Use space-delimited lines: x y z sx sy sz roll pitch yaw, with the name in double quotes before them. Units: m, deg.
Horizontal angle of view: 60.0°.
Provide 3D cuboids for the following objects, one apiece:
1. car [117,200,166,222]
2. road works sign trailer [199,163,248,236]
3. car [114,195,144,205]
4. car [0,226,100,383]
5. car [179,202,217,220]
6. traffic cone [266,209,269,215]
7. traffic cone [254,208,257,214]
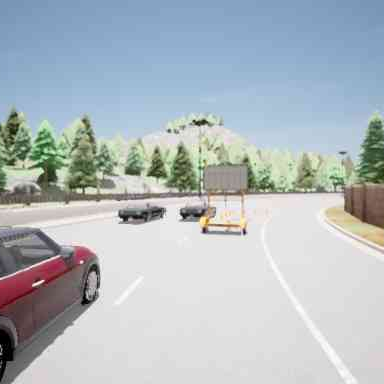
"car" -3.448 1.399 24.060 1.895 1.301 4.718 0 0 15
"road works sign trailer" 1.795 0.317 17.519 2.380 3.560 2.880 0 0 15
"car" -9.114 1.195 48.561 1.895 1.301 4.718 0 1 27
"car" -3.057 1.308 5.135 2.097 1.767 4.553 0 0 3
"car" 0.630 1.386 25.629 1.895 1.301 4.718 0 0 17
"traffic cone" 6.686 1.707 29.670 0.340 0.580 0.340 0 0 15
"traffic cone" 5.722 1.705 29.934 0.340 0.580 0.340 0 0 15
